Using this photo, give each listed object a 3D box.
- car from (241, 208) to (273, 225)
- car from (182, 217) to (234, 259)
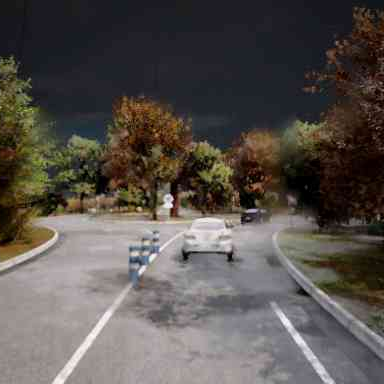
[{"bbox_3d":[6.367,2.321,32.462,1.882,1.535,5.008,-1,-2,30],"label":"car"},{"bbox_3d":[0.703,1.740,13.350,1.812,1.442,4.674,0,-2,5],"label":"car"}]
